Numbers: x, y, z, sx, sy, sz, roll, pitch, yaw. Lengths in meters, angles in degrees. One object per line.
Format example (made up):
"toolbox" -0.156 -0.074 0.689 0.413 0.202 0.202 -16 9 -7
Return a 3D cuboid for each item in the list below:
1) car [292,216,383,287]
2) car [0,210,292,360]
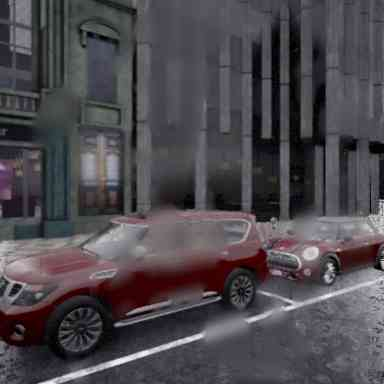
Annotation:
"car" 3.711 1.442 9.295 4.097 1.590 1.967 0 0 -36
"car" -0.719 1.315 6.135 5.009 1.841 2.192 0 0 -36
